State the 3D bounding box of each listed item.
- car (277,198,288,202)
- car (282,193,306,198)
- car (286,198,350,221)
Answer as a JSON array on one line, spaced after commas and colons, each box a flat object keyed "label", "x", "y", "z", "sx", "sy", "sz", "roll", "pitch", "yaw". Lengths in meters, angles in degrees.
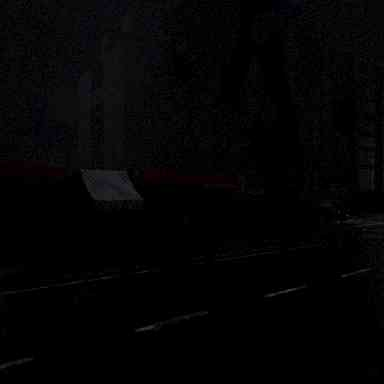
[{"label": "car", "x": 9.329, "y": 1.545, "z": 34.076, "sx": 1.895, "sy": 1.301, "sz": 4.718, "roll": 0, "pitch": 0, "yaw": -36}, {"label": "car", "x": 17.141, "y": 1.114, "z": 57.714, "sx": 1.905, "sy": 1.878, "sz": 3.866, "roll": 0, "pitch": 0, "yaw": -36}, {"label": "car", "x": 10.268, "y": 1.470, "z": 26.809, "sx": 1.812, "sy": 1.442, "sz": 4.674, "roll": 0, "pitch": 0, "yaw": -36}]
